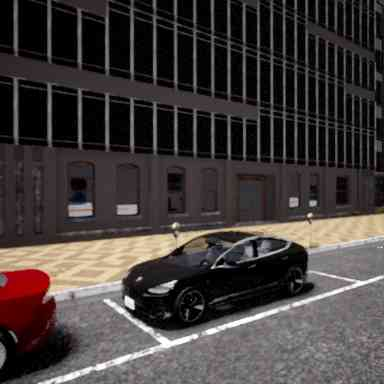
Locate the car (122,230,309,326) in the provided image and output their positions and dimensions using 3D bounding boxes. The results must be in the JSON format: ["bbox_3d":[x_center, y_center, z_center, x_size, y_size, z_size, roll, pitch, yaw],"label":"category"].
[{"bbox_3d":[0.690,1.541,7.046,4.313,1.339,1.947,0,0,-35],"label":"car"}]

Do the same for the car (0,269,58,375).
[{"bbox_3d":[-3.946,1.551,3.743,4.507,1.381,1.887,0,0,-35],"label":"car"}]
